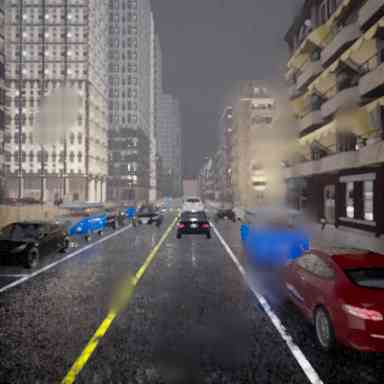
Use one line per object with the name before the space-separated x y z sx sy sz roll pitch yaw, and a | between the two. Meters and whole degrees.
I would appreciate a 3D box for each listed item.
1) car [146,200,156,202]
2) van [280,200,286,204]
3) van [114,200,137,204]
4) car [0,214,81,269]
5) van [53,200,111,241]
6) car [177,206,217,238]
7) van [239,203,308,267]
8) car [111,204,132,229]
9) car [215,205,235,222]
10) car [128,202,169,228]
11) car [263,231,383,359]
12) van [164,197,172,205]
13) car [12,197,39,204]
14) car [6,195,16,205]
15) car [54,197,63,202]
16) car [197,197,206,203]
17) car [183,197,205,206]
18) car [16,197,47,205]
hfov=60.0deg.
car | -5.688 1.864 45.512 1.967 1.590 4.097 0 -1 0
van | 16.934 2.230 56.240 3.998 1.788 1.690 1 -2 0
van | -5.689 1.605 28.567 1.690 1.788 3.998 0 -1 0
car | -5.690 1.672 11.620 1.947 1.339 4.313 0 -1 0
van | -5.690 1.499 17.271 1.690 1.788 3.998 0 -1 0
car | 0.097 1.721 18.873 2.033 1.411 5.357 0 -1 0
van | 2.690 1.448 11.621 1.690 1.788 3.998 0 -1 0
car | -5.689 1.761 22.917 2.008 1.369 4.403 0 -1 0
car | 2.692 1.814 28.564 2.008 1.369 4.403 0 -1 0
car | -3.095 1.715 24.241 2.128 1.511 4.902 0 -1 0
car | 2.690 1.637 5.971 1.802 1.307 4.206 0 -1 0
van | -5.686 2.082 77.985 1.690 1.788 3.998 0 -1 0
car | -32.358 1.589 64.651 4.206 1.307 1.802 1 -2 0
car | -32.273 1.256 56.279 5.009 1.841 2.192 1 -2 0
car | -21.128 1.596 56.298 4.097 1.590 1.967 1 -2 0
car | 2.696 2.223 94.638 2.192 1.841 5.009 0 -1 0
car | 0.110 1.579 38.425 2.150 2.045 5.566 0 0 0
car | -26.704 1.630 56.283 4.206 1.307 1.802 1 -2 0
